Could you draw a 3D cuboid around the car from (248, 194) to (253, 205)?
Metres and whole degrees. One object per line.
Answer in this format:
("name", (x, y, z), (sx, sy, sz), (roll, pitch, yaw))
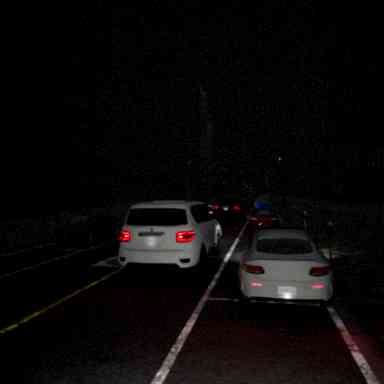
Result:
("car", (6.331, 1.499, 42.550), (2.097, 1.767, 4.553), (-1, 0, 12))

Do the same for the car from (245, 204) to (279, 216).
("car", (4.403, 1.629, 20.372), (1.802, 1.307, 4.206), (-1, 0, 12))

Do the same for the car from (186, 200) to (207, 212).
("car", (0.693, 1.793, 43.793), (1.887, 1.381, 4.507), (-1, 0, 12))

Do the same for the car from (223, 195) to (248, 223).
("car", (3.021, 1.328, 26.723), (2.150, 2.045, 5.566), (-1, -1, 12))

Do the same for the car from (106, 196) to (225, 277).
("car", (-0.423, 1.288, 10.678), (2.150, 2.045, 5.566), (-1, -1, 12))

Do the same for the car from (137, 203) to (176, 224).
("car", (-2.824, 1.735, 27.420), (1.752, 1.417, 4.829), (-1, 0, 12))

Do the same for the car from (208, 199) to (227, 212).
("car", (3.403, 1.707, 43.394), (1.837, 1.490, 4.892), (-1, -1, 13))

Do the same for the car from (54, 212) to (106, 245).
("car", (-5.109, 1.730, 16.782), (1.887, 1.381, 4.507), (-1, 0, 12))

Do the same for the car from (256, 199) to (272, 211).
("car", (9.052, 1.643, 41.977), (1.887, 1.381, 4.507), (-1, 0, 12))

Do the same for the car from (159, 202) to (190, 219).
("car", (-1.628, 1.767, 32.988), (1.887, 1.381, 4.507), (-1, 0, 12))

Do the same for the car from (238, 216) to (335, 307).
("car", (2.120, 1.538, 7.987), (1.812, 1.442, 4.674), (-1, 0, 12))

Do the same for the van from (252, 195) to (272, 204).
("van", (6.724, 1.413, 31.176), (1.690, 1.788, 3.998), (-1, 0, 12))

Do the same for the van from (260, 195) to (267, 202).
("van", (18.184, 1.562, 84.518), (1.690, 1.788, 3.998), (-1, 0, 12))

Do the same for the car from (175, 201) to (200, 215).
("car", (-0.467, 1.780, 38.391), (1.887, 1.381, 4.507), (-1, 0, 12))

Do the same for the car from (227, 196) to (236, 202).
("car", (10.943, 1.933, 91.374), (1.887, 1.381, 4.507), (-1, 0, 12))

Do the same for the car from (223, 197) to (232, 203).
("car", (8.676, 1.879, 80.866), (1.752, 1.417, 4.829), (-1, 0, 12))
